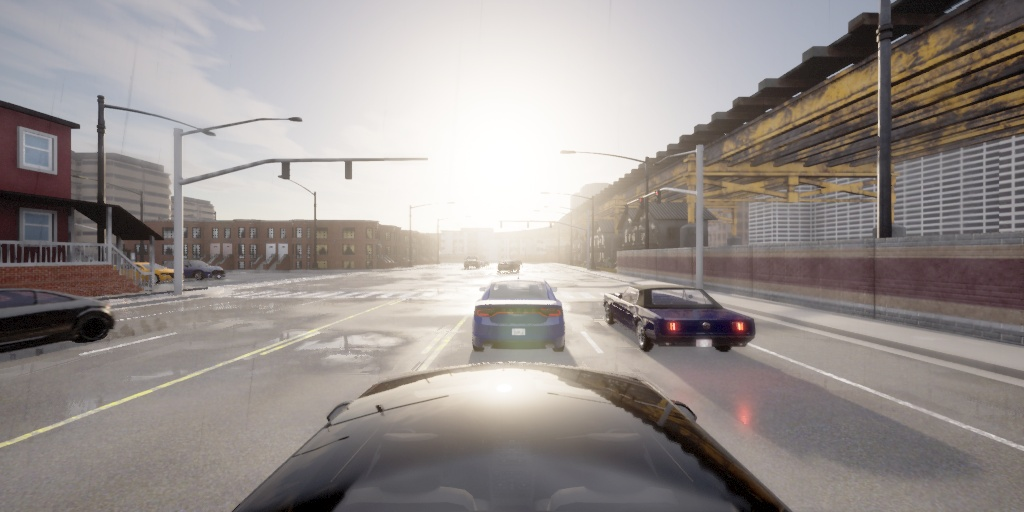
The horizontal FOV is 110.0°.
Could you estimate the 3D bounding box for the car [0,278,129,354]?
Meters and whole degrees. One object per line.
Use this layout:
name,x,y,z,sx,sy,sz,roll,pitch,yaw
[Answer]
car,-10.545,1.314,6.856,1.994,1.385,4.181,0,0,1

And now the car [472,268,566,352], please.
car,0.159,1.228,8.994,1.882,1.535,5.008,0,0,1

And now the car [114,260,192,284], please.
car,-27.095,1.228,26.423,5.008,1.535,1.882,0,0,0

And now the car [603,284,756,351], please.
car,3.658,1.351,8.953,1.895,1.301,4.718,0,0,1

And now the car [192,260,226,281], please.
car,-26.669,1.102,29.923,4.553,1.767,2.097,0,0,1

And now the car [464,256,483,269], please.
car,-6.348,0.971,57.603,2.150,2.045,5.566,0,0,1

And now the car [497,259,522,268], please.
car,-0.357,1.241,43.528,2.128,1.511,4.902,0,0,16
